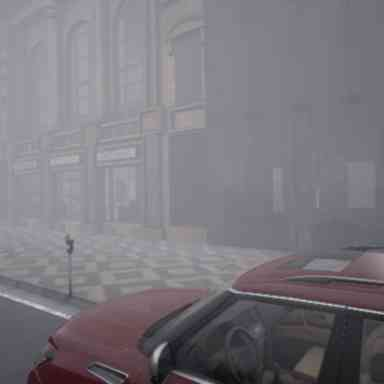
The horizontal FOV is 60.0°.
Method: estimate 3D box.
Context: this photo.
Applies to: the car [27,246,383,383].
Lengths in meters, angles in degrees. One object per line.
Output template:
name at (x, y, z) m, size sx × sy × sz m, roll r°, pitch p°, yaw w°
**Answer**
car at (1.033, 1.318, 2.122) m, size 5.009 × 1.841 × 2.192 m, roll -1°, pitch -1°, yaw 36°
